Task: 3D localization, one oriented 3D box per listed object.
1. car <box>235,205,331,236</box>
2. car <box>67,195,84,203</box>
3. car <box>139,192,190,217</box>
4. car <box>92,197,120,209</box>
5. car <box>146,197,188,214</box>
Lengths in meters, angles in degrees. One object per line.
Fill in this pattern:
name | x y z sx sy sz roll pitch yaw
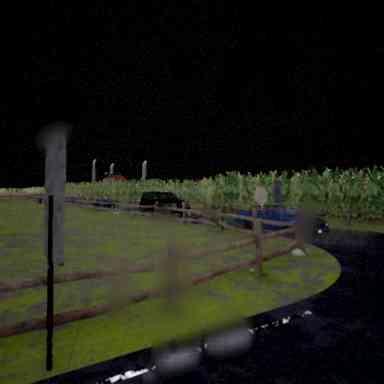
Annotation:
car | 4.534 1.410 17.629 2.033 1.411 5.357 1 0 -31
car | -20.916 1.208 59.389 1.895 1.301 4.718 1 0 -36
car | -2.439 1.005 27.987 2.150 2.045 5.566 1 0 -35
car | -10.051 1.299 38.821 1.895 1.301 4.718 1 0 -35
car | -2.578 1.273 33.328 1.882 1.535 5.008 1 0 -35
